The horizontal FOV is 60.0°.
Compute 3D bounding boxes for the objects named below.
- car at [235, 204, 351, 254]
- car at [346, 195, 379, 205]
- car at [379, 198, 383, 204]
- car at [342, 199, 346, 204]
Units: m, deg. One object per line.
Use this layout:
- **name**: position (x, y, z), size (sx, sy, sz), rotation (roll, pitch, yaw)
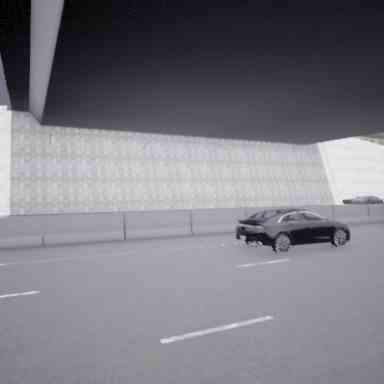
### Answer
- **car**: position (3.964, 1.390, 12.896), size (4.902, 1.511, 2.128), rotation (0, 0, -27)
- **car**: position (21.997, 1.161, 41.743), size (4.674, 1.442, 1.812), rotation (0, 0, -27)
- **car**: position (24.626, 1.167, 39.144), size (4.674, 1.442, 1.812), rotation (0, 0, -27)
- **car**: position (23.112, 1.202, 46.213), size (4.718, 1.301, 1.895), rotation (0, 0, -26)
